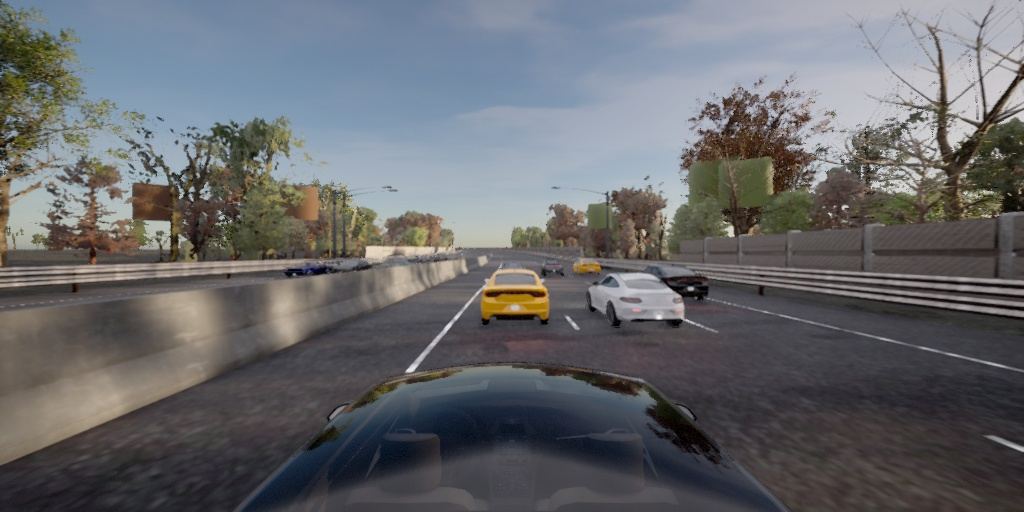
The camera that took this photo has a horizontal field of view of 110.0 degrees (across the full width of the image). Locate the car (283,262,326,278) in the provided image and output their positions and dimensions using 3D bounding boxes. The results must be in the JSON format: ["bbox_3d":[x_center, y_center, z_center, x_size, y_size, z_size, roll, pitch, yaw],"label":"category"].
[{"bbox_3d":[-17.600,1.167,31.217,1.895,1.301,4.718,0,0,0],"label":"car"}]

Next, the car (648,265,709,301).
[{"bbox_3d":[7.096,1.136,16.682,1.882,1.535,5.008,0,0,0],"label":"car"}]

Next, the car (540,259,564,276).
[{"bbox_3d":[3.598,1.047,32.991,2.128,1.511,4.902,0,0,0],"label":"car"}]

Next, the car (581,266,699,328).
[{"bbox_3d":[3.588,1.218,11.059,1.812,1.442,4.674,0,0,0],"label":"car"}]

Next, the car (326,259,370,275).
[{"bbox_3d":[-14.098,1.040,31.896,1.882,1.535,5.008,0,0,0],"label":"car"}]

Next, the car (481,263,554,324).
[{"bbox_3d":[0.090,1.167,11.710,1.882,1.535,5.008,0,0,0],"label":"car"}]

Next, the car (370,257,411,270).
[{"bbox_3d":[-10.598,0.912,32.318,2.097,1.767,4.553,0,0,0],"label":"car"}]

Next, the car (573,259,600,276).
[{"bbox_3d":[7.099,1.024,34.544,1.882,1.535,5.008,0,0,0],"label":"car"}]
